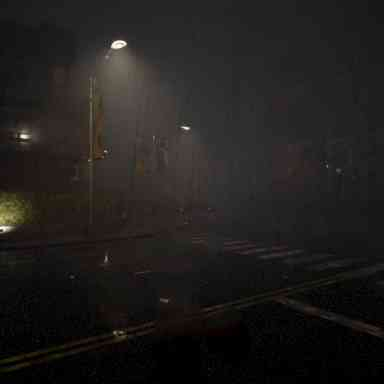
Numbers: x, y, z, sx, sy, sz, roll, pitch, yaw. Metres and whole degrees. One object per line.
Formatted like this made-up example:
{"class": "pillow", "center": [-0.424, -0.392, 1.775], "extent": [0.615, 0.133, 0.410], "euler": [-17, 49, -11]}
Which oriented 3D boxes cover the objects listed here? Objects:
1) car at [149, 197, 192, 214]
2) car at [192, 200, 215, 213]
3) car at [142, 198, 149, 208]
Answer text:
{"class": "car", "center": [-2.373, 1.526, 35.002], "extent": [1.812, 1.442, 4.674], "euler": [0, 0, -35]}
{"class": "car", "center": [0.711, 1.564, 36.697], "extent": [1.994, 1.385, 4.181], "euler": [0, 0, -35]}
{"class": "car", "center": [-5.089, 1.492, 45.125], "extent": [2.128, 1.511, 4.902], "euler": [0, 0, -34]}
